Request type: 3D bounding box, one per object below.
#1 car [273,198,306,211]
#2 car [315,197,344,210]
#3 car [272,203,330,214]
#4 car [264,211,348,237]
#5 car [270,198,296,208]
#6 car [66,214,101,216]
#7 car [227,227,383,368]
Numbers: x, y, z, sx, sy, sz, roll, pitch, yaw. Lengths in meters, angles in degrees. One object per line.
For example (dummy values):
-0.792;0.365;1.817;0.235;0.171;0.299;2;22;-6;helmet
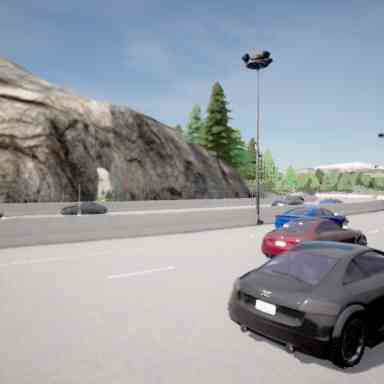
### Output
12.660;1.547;43.147;2.128;1.511;4.902;0;0;44;car
18.251;1.528;44.011;1.882;1.535;5.008;0;0;42;car
6.512;1.500;17.899;5.008;1.535;1.882;0;0;-40;car
4.331;1.578;11.601;4.181;1.385;1.994;0;0;-38;car
13.563;1.629;49.255;1.994;1.385;4.181;0;0;42;car
-10.158;1.626;31.613;4.181;1.385;1.994;0;0;-39;car
2.625;1.571;5.838;4.181;1.385;1.994;0;0;-37;car
